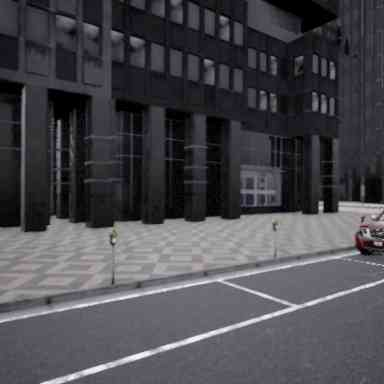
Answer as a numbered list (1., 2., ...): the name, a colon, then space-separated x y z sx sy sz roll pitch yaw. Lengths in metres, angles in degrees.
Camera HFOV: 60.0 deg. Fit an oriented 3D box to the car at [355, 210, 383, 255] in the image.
1. car: 8.235 1.413 12.511 5.009 1.841 2.192 0 0 -35
